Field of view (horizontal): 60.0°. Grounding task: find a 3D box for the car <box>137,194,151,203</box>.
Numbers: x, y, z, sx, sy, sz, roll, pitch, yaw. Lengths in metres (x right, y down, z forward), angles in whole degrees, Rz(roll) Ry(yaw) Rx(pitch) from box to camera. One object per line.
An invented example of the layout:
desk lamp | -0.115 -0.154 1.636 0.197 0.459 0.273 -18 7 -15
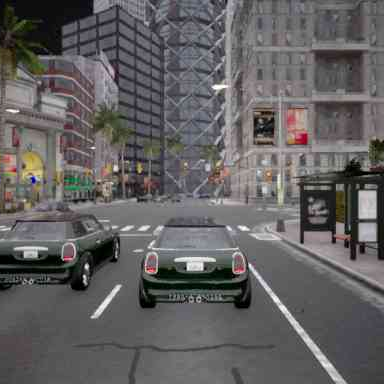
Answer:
car | -10.443 1.594 70.420 1.895 1.301 4.718 0 0 0

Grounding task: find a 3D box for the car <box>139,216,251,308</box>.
car | 0.070 1.352 8.063 2.097 1.767 4.553 0 0 0

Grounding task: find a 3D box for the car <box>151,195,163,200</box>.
car | -9.583 1.594 90.885 1.895 1.301 4.718 0 0 10

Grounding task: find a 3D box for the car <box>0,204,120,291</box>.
car | -3.422 1.352 9.208 2.097 1.767 4.553 0 0 0

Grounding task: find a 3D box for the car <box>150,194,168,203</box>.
car | -6.943 1.524 70.462 2.128 1.511 4.902 0 0 0

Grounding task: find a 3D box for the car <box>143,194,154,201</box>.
car | -10.432 1.354 80.715 2.097 1.767 4.553 0 0 0

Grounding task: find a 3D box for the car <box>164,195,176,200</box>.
car | -5.963 1.539 91.176 2.033 1.411 5.357 0 0 10

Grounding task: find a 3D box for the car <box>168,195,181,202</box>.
car | -3.436 1.540 72.923 2.033 1.411 5.357 0 0 0
